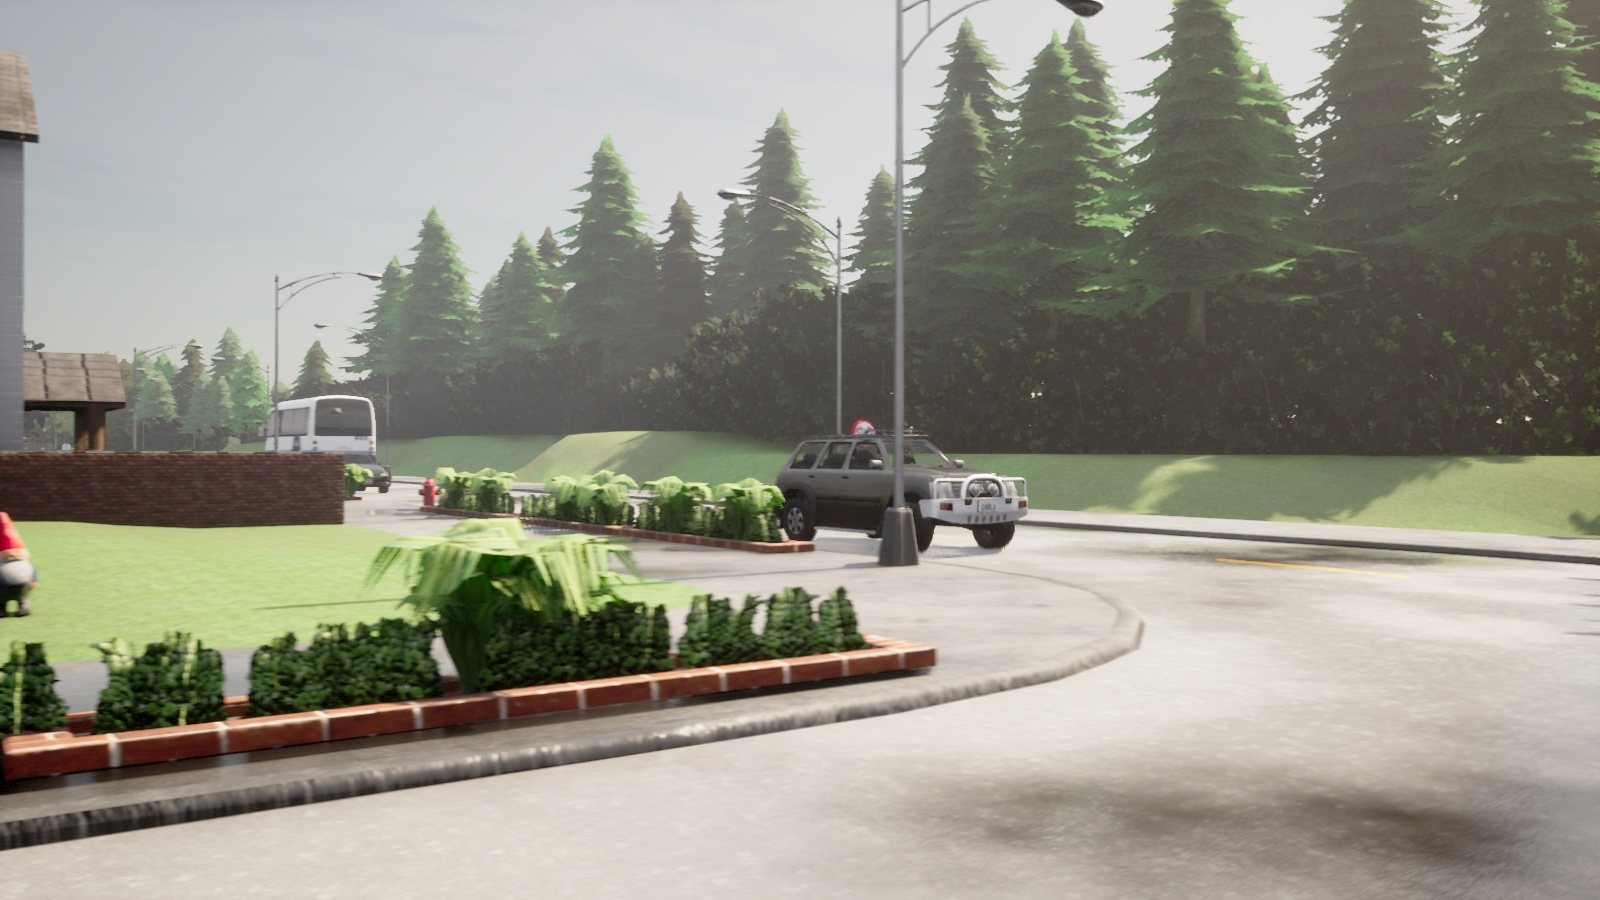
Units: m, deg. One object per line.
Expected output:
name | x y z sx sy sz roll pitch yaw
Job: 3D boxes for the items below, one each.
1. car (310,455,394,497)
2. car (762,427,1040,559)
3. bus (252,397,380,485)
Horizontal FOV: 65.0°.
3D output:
car | -16.284 0.905 45.534 1.816 1.474 4.193 0 0 -35
car | 1.457 0.608 19.972 1.932 1.855 4.605 0 0 -35
bus | -25.573 -0.415 65.933 3.944 4.253 10.273 0 0 -35
